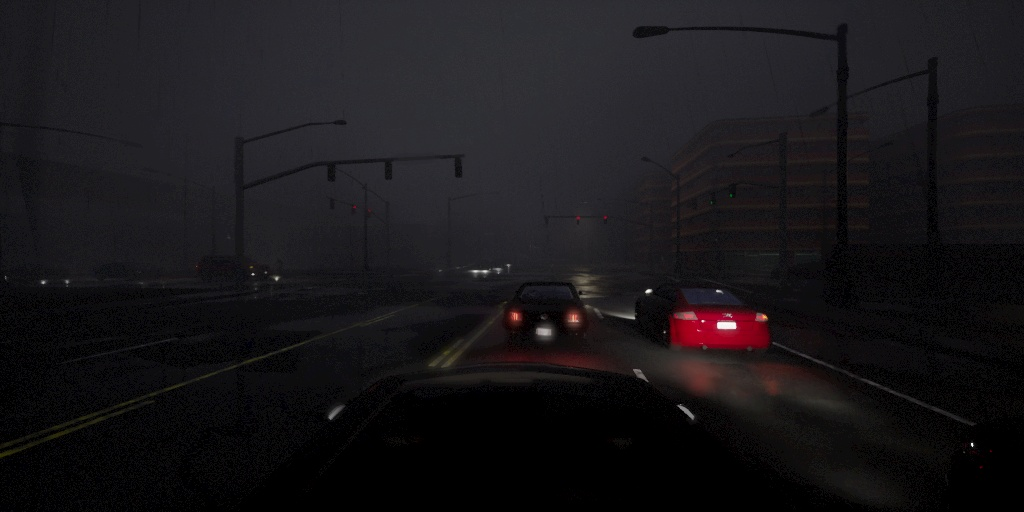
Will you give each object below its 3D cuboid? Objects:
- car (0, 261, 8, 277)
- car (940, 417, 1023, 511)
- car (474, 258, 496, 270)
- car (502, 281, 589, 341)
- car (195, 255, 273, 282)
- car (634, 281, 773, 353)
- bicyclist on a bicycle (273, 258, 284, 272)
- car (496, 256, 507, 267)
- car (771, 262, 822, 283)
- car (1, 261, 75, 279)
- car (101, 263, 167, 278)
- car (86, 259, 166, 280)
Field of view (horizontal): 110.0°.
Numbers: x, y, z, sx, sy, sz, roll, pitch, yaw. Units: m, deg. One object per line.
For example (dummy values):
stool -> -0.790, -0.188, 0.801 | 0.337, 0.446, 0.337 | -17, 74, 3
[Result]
car -> -51.148, 1.276, 35.282 | 4.674, 1.442, 1.812 | 0, 0, 35
car -> 3.640, 1.242, 0.209 | 2.128, 1.511, 4.902 | 0, 0, 1
car -> -3.851, 1.176, 48.715 | 1.994, 1.385, 4.181 | 0, 1, 8
car -> 1.002, 1.351, 9.923 | 1.895, 1.301, 4.718 | 0, 0, 8
car -> -22.500, 0.972, 29.093 | 5.566, 2.045, 2.150 | 0, 0, 7
car -> 4.405, 1.314, 8.921 | 1.994, 1.385, 4.181 | 0, 0, 7
bicyclist on a bicycle -> -26.397, 1.053, 40.606 | 0.582, 1.620, 1.656 | 0, 0, 7
car -> -2.499, 1.064, 58.569 | 1.895, 1.301, 4.718 | 0, 1, 8
car -> 22.819, 1.228, 27.585 | 5.008, 1.535, 1.882 | 0, 0, 7
car -> -41.836, 1.351, 31.600 | 4.718, 1.301, 1.895 | 0, 0, 12
car -> -36.253, 1.351, 34.420 | 4.718, 1.301, 1.895 | 0, 0, 7
car -> -32.430, 1.228, 30.270 | 5.008, 1.535, 1.882 | 0, 0, 7
